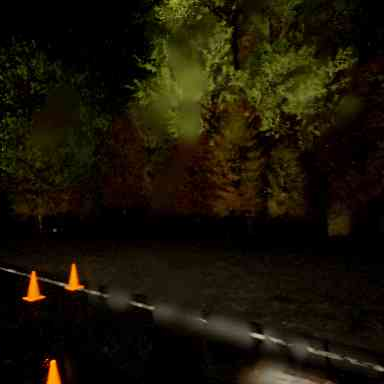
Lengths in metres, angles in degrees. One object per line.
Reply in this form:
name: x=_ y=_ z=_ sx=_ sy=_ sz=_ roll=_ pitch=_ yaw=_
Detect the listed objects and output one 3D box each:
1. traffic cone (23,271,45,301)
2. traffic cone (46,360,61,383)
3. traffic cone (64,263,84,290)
traffic cone: x=-3.472 y=2.037 z=7.310 sx=0.340 sy=0.580 sz=0.340 roll=-1 pitch=-1 yaw=36
traffic cone: x=-1.396 y=1.992 z=3.349 sx=0.340 sy=0.580 sz=0.340 roll=-1 pitch=-1 yaw=36
traffic cone: x=-2.887 y=2.043 z=8.121 sx=0.340 sy=0.580 sz=0.340 roll=-1 pitch=-1 yaw=36
